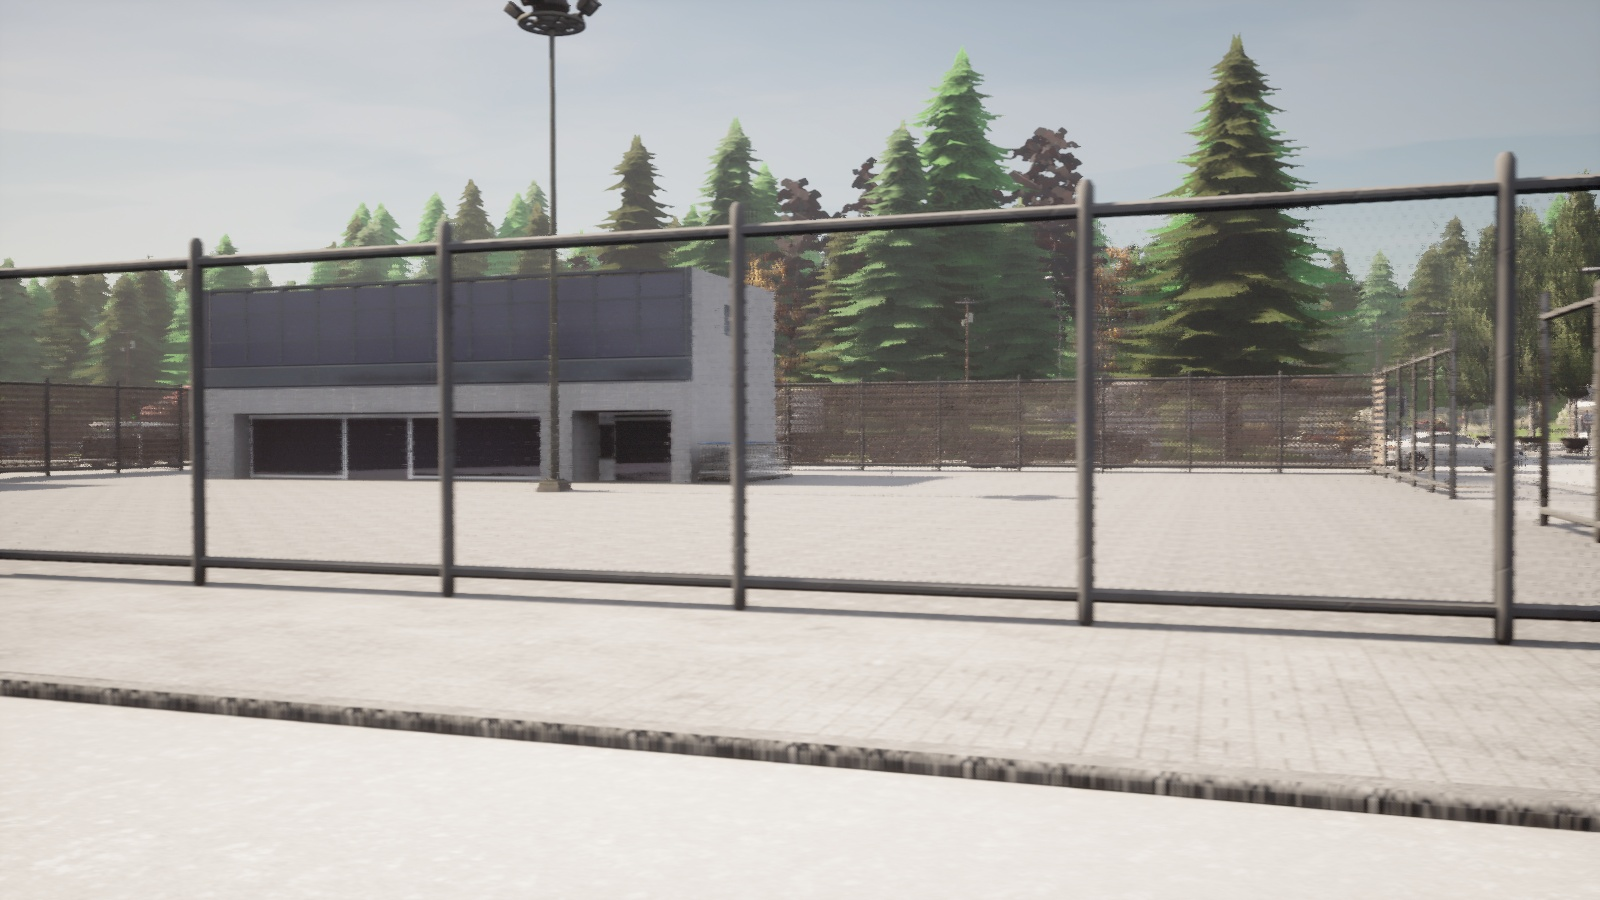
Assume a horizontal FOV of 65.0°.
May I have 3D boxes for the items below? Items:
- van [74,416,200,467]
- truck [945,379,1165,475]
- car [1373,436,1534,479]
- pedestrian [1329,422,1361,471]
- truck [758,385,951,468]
[{"bbox_3d":[-27.713,-0.398,52.654,2.069,2.038,4.480,0,1,19],"label":"van"},{"bbox_3d":[9.795,-0.891,48.219,7.936,3.462,2.891,1,1,19],"label":"truck"},{"bbox_3d":[22.861,0.232,44.110,4.674,1.442,1.812,0,1,13],"label":"car"},{"bbox_3d":[20.934,-0.126,48.259,0.874,1.855,0.900,0,1,7],"label":"pedestrian"},{"bbox_3d":[2.394,-1.026,54.928,7.936,3.462,2.891,1,1,19],"label":"truck"}]
